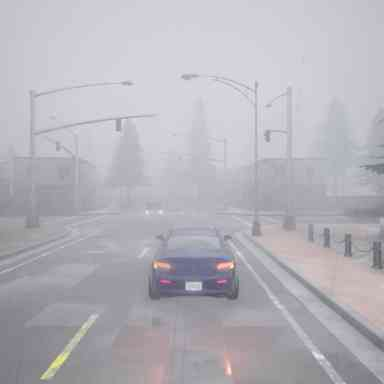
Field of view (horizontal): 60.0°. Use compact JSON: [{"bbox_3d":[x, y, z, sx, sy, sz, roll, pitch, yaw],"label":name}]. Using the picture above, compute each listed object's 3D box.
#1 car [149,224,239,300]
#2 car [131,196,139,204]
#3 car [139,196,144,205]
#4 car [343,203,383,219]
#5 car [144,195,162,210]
[{"bbox_3d":[0.042,1.526,8.280,1.812,1.442,4.674,0,0,0],"label":"car"},{"bbox_3d":[-10.353,1.471,63.482,1.837,1.490,4.892,0,0,-24],"label":"car"},{"bbox_3d":[-6.675,1.318,52.996,2.097,1.767,4.553,0,0,-15],"label":"car"},{"bbox_3d":[15.450,1.585,28.152,4.718,1.301,1.895,0,0,2],"label":"car"},{"bbox_3d":[-4.927,1.443,43.109,1.882,1.535,5.008,0,0,-6],"label":"car"}]
